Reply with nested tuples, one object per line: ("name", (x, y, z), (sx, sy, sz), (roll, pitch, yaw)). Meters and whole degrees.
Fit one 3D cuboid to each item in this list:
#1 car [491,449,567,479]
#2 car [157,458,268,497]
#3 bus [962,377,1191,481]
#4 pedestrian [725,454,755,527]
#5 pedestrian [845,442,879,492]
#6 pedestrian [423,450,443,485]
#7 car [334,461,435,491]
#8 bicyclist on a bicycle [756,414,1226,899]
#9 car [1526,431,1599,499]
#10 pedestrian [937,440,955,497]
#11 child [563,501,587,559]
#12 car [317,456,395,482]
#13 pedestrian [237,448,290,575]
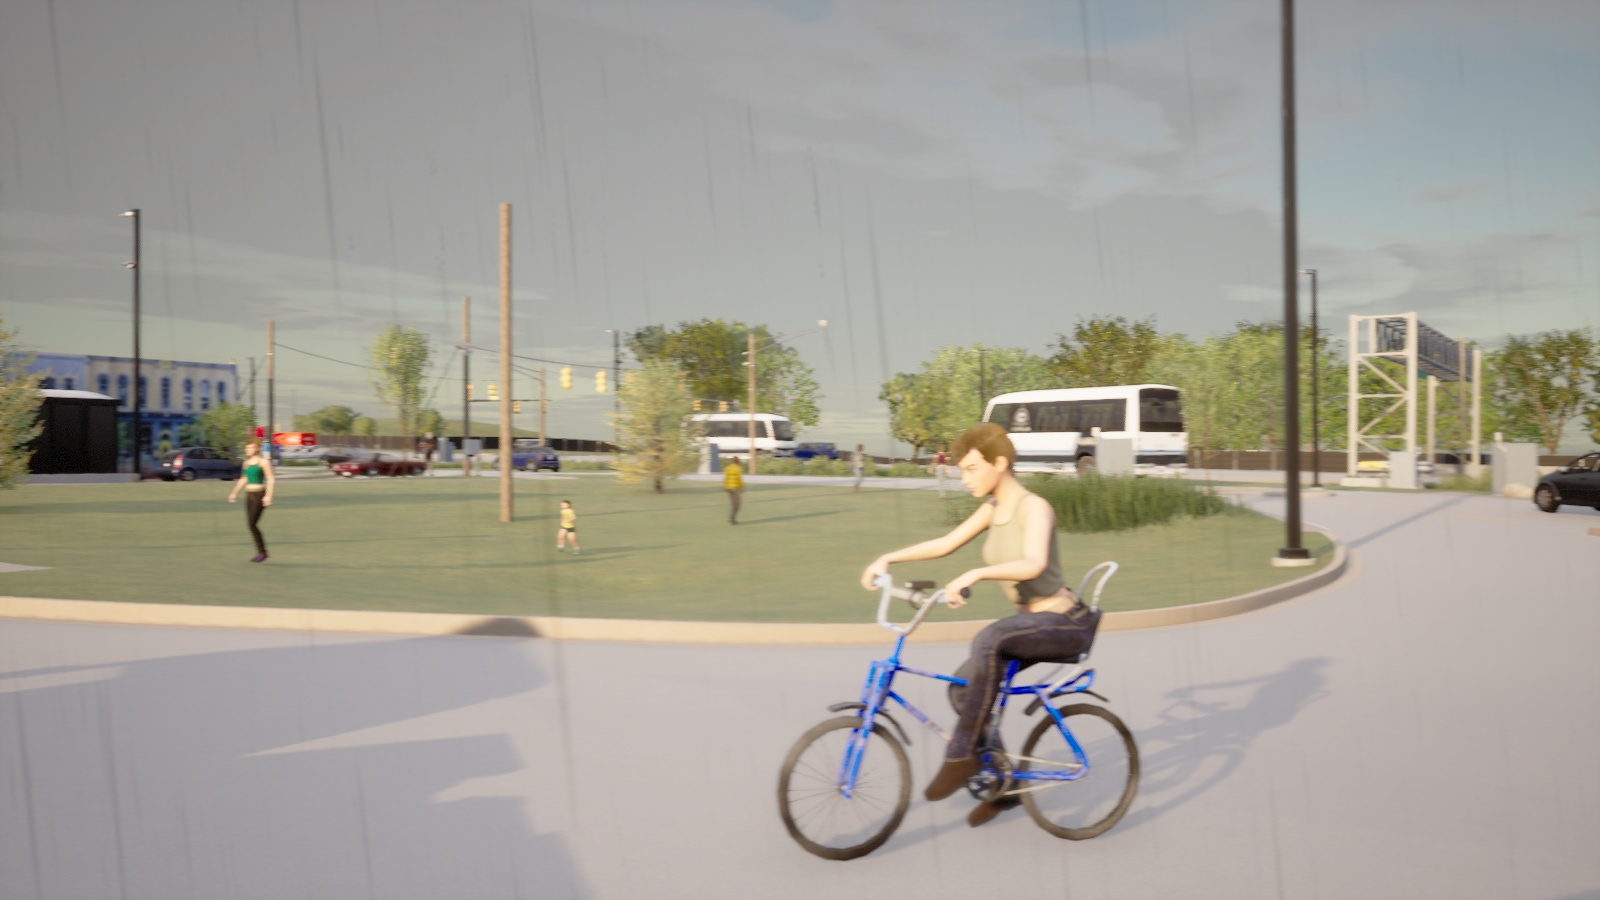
("car", (-17.059, 0.886, 79.051), (4.553, 1.767, 2.097), (-1, 0, 35))
("car", (-25.636, 1.188, 54.913), (1.851, 1.617, 3.988), (-2, -1, 34))
("bus", (12.168, -0.850, 56.571), (3.944, 4.253, 10.273), (-1, 0, -32))
("pedestrian", (-1.554, 1.040, 32.460), (0.370, 1.835, 0.726), (-2, -1, 35))
("pedestrian", (2.321, 0.631, 46.866), (0.900, 1.855, 0.874), (-2, -1, 34))
("pedestrian", (-19.744, 0.934, 67.522), (0.849, 1.883, 0.563), (-2, -1, 26))
("car", (-20.673, 1.289, 62.667), (1.895, 1.301, 4.718), (-2, 0, 28))
("bicyclist on a bicycle", (0.683, 0.693, 4.765), (1.509, 1.612, 0.866), (-1, -1, -16))
("car", (20.103, 0.344, 31.018), (1.851, 1.617, 3.988), (-2, 0, -2))
("pedestrian", (4.775, 0.618, 41.123), (0.345, 1.836, 0.594), (-1, -1, -15))
("child", (-4.450, 1.577, 24.827), (0.255, 1.110, 0.394), (-2, -1, 27))
("car", (-27.564, 1.185, 77.851), (4.792, 1.488, 2.163), (-1, 0, 35))
("pedestrian", (-7.890, 0.891, 18.478), (0.345, 1.836, 0.594), (-2, -1, 29))
